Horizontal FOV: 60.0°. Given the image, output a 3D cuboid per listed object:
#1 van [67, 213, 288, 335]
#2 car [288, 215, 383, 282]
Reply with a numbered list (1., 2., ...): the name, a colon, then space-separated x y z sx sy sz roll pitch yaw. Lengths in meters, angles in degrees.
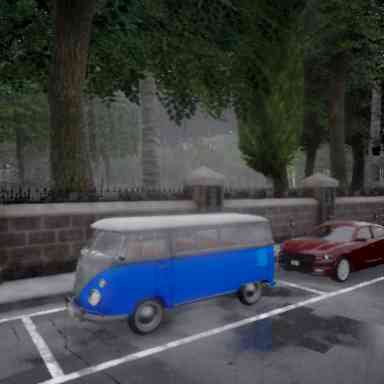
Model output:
1. van: -0.176 1.338 6.413 3.998 1.788 1.690 0 0 -36
2. car: 4.430 1.537 9.698 4.507 1.381 1.887 0 0 -36
